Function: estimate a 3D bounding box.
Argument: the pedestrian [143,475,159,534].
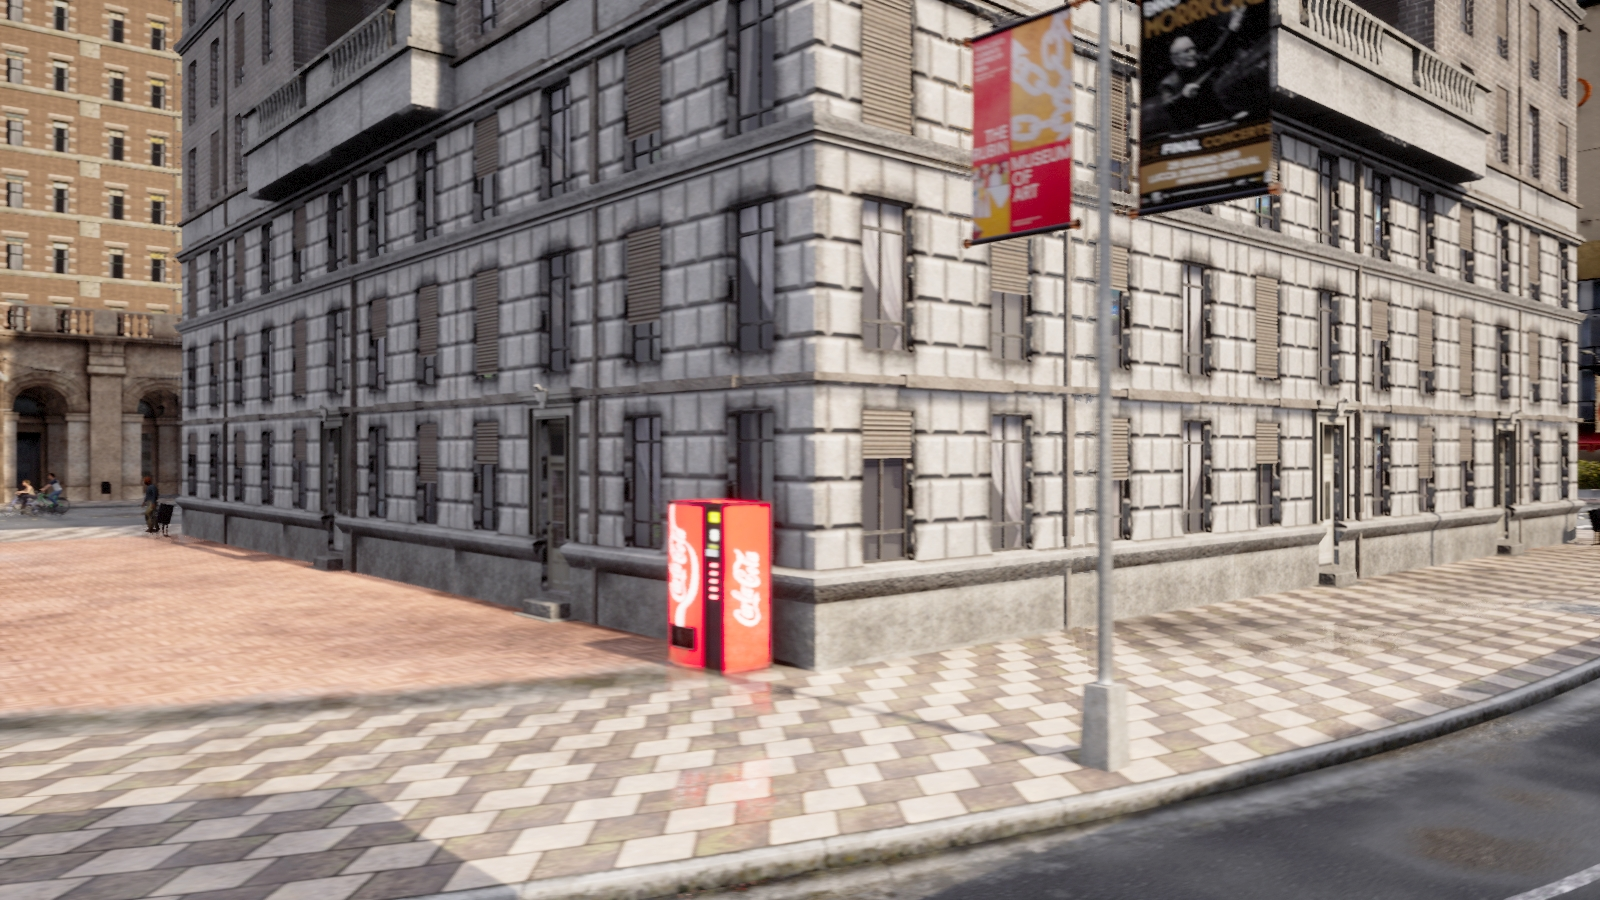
[{"bbox_3d":[-20.712,1.735,36.462,0.375,1.860,0.375,0,0,45],"label":"pedestrian"}]

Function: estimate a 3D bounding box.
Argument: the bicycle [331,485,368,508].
[{"bbox_3d":[-22.472,2.311,56.985,1.487,1.080,0.859,3,-2,-40],"label":"bicycle"}]
